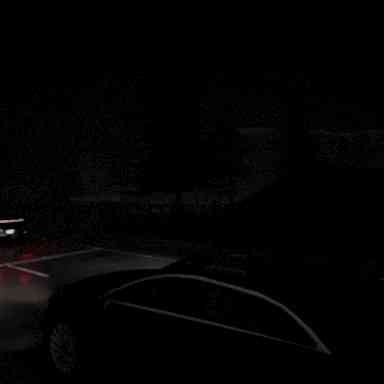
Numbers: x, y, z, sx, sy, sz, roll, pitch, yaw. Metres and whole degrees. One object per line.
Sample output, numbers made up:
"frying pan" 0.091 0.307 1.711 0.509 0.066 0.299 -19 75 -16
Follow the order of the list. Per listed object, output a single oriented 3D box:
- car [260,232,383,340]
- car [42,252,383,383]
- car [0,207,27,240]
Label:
"car" 3.749 1.600 5.607 4.718 1.301 1.895 0 0 36
"car" 0.213 1.483 3.829 4.902 1.511 2.128 0 0 36
"car" -9.390 1.384 14.974 4.902 1.511 2.128 1 0 35
